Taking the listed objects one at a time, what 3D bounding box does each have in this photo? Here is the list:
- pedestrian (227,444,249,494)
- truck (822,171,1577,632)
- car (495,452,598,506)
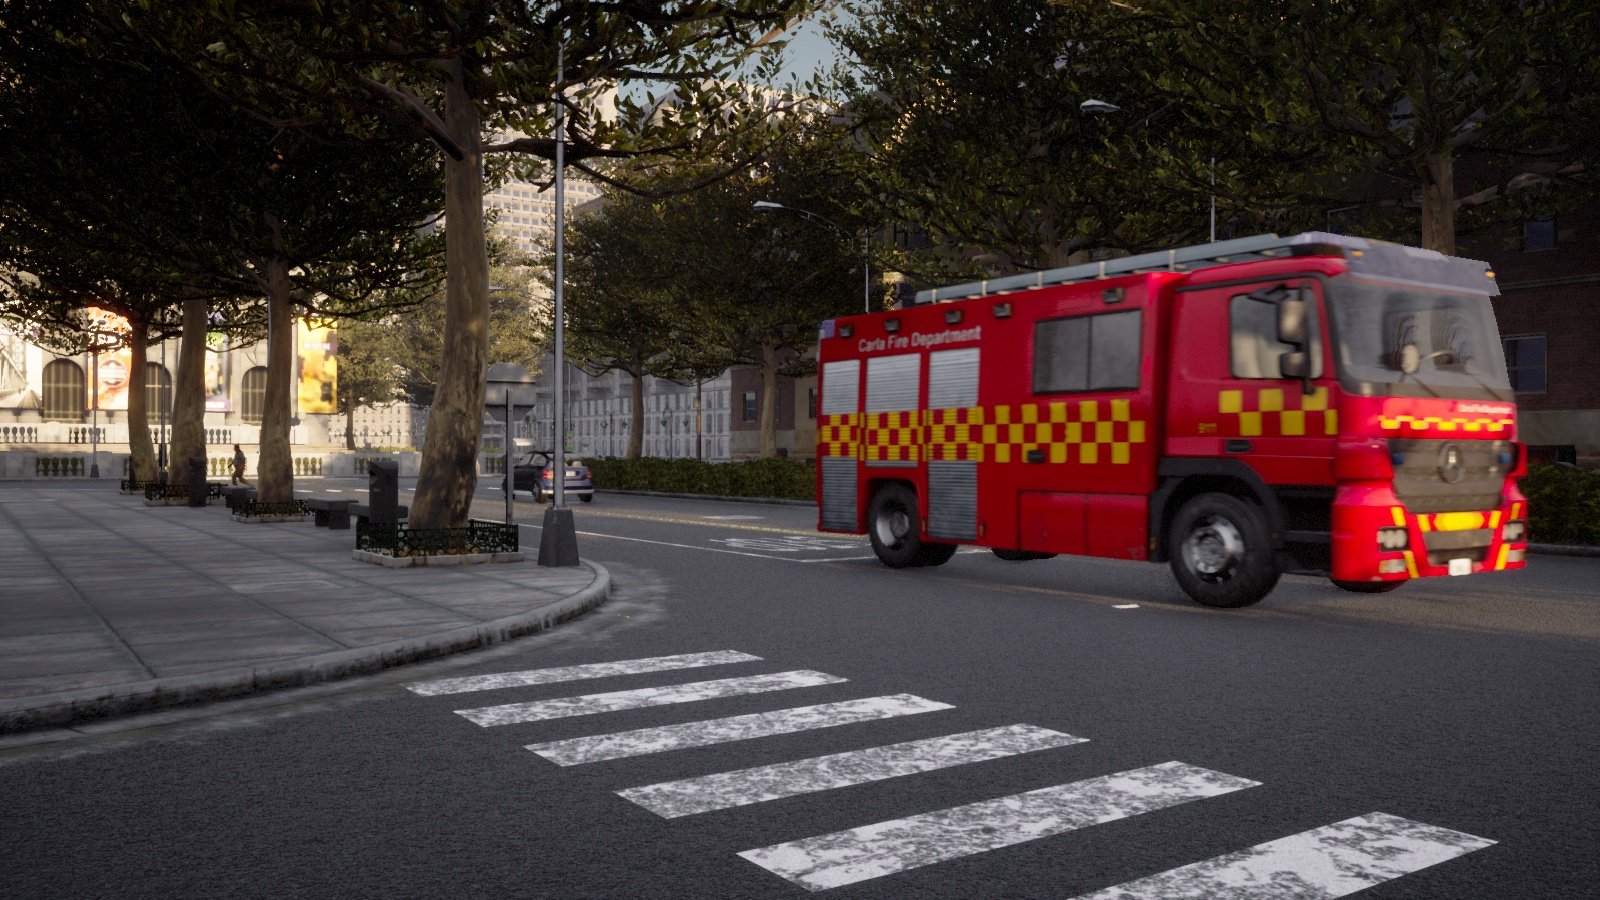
[{"bbox_3d":[-20.916,0.707,46.725,0.694,1.848,0.540,0,0,-33],"label":"pedestrian"},{"bbox_3d":[3.877,-0.392,14.745,2.891,3.827,8.468,0,0,-34],"label":"truck"},{"bbox_3d":[-7.761,0.833,38.265,1.789,1.549,3.705,0,0,-34],"label":"car"}]
